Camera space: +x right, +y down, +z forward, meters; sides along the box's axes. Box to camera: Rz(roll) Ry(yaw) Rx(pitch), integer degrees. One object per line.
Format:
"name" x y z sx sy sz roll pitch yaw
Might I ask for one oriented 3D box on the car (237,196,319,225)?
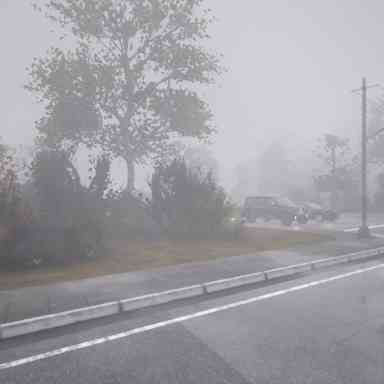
"car" 6.235 1.316 25.123 2.150 2.045 5.566 0 -1 -37

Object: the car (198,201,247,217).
"car" 3.083 1.705 34.178 1.882 1.535 5.008 0 -1 -43

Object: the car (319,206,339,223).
"car" 9.270 1.566 26.866 1.882 1.535 5.008 0 -1 -39
